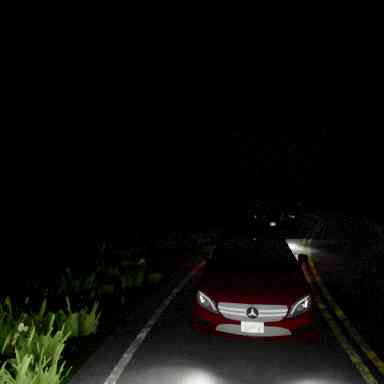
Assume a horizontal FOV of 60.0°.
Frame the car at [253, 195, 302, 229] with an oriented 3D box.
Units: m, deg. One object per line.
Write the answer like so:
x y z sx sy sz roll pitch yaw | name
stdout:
4.983 1.214 18.879 2.150 2.045 5.566 -2 -1 22 | car

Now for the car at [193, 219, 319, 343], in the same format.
1.224 1.534 6.703 1.812 1.442 4.674 -1 0 11 | car
